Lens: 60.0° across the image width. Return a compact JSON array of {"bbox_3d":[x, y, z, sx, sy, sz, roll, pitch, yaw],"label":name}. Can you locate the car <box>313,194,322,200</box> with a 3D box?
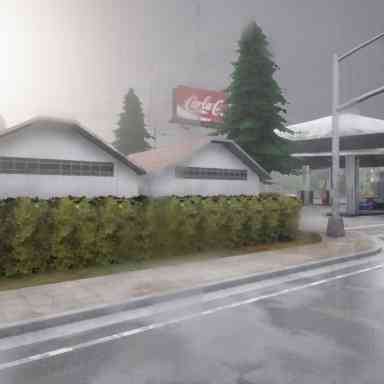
[{"bbox_3d":[32.997,1.330,89.503,2.152,1.636,5.027,0,0,-36],"label":"car"}]

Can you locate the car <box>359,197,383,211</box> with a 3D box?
[{"bbox_3d":[21.881,1.480,40.020,4.611,1.667,2.242,0,0,-36],"label":"car"}]
